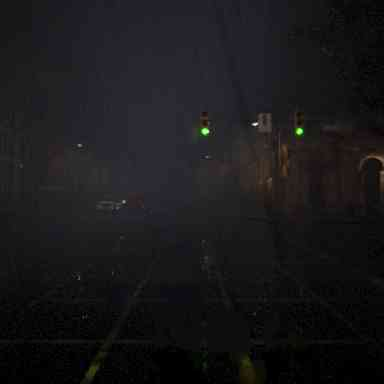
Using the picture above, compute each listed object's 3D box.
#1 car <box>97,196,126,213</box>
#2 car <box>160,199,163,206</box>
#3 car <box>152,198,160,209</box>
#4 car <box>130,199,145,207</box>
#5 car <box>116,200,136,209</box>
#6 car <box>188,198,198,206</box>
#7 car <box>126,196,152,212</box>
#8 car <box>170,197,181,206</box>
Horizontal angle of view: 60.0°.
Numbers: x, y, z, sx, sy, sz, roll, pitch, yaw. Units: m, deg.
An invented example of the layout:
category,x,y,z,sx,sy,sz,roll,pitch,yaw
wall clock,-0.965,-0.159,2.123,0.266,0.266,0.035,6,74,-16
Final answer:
category,x,y,z,sx,sy,sz,roll,pitch,yaw
car,-10.582,1.566,43.088,2.150,2.045,5.566,0,-1,0
car,-6.828,1.997,65.060,1.882,1.535,5.008,0,0,1
car,-6.967,1.928,54.650,2.128,1.511,4.902,0,0,1
car,-10.342,2.056,63.762,2.033,1.411,5.357,0,0,1
car,-10.489,1.973,53.319,2.033,1.411,5.357,0,0,1
car,0.192,2.021,66.893,2.128,1.511,4.902,0,0,1
car,-7.085,1.577,44.525,2.150,2.045,5.566,0,0,-2
car,-3.308,1.883,66.900,2.097,1.767,4.553,0,0,1
